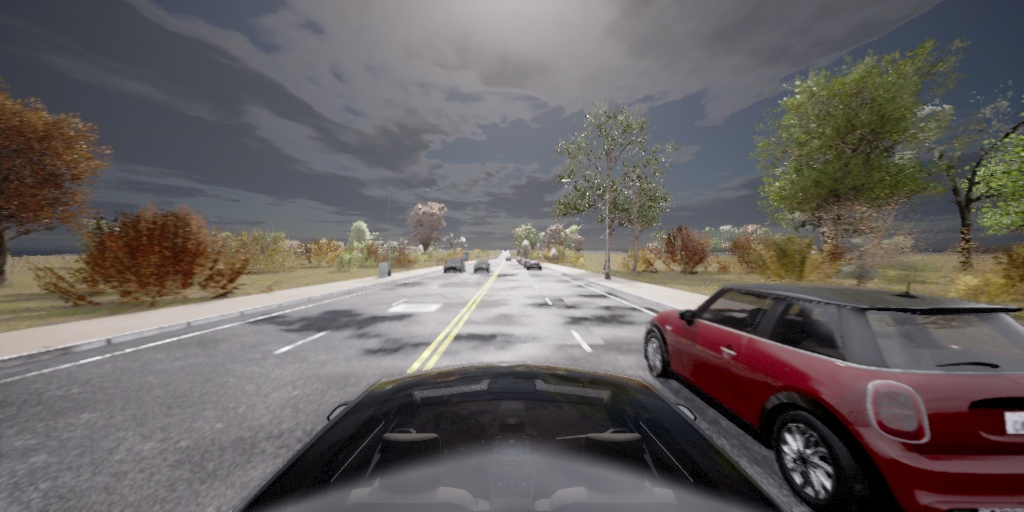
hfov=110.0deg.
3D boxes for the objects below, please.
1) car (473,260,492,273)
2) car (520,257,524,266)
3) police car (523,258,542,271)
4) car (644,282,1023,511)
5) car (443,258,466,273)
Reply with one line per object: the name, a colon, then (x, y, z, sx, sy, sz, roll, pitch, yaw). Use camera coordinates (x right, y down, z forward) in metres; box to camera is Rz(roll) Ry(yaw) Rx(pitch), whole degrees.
car: (-3.464, 1.235, 42.384, 1.837, 1.490, 4.892, 0, 0, 0)
car: (2.918, 1.195, 61.147, 2.128, 1.511, 4.902, 0, 0, -1)
police car: (3.033, 1.223, 50.138, 2.038, 1.542, 4.974, 0, 0, -1)
car: (3.349, 1.101, 4.451, 2.097, 1.767, 4.553, 0, 0, 0)
car: (-6.712, 1.083, 42.030, 2.097, 1.767, 4.553, 0, 0, 0)
